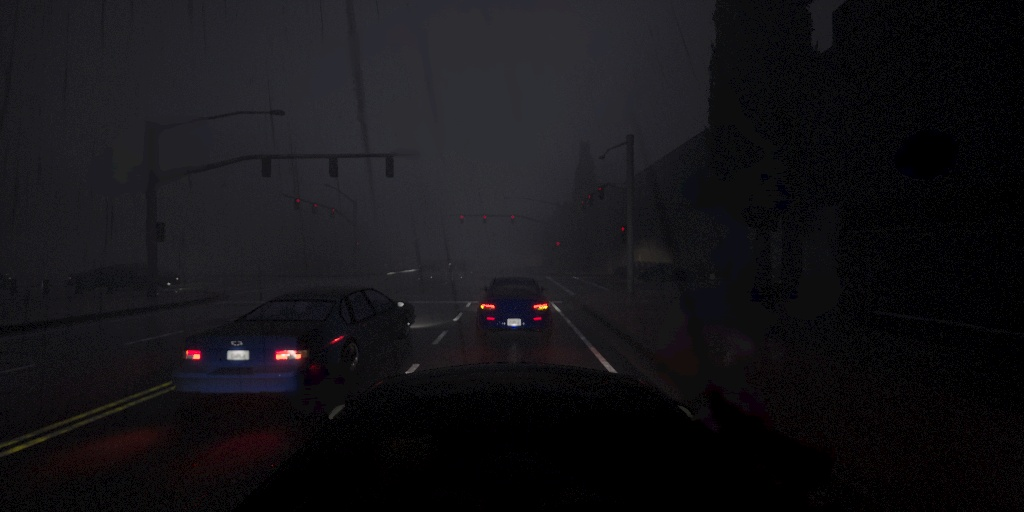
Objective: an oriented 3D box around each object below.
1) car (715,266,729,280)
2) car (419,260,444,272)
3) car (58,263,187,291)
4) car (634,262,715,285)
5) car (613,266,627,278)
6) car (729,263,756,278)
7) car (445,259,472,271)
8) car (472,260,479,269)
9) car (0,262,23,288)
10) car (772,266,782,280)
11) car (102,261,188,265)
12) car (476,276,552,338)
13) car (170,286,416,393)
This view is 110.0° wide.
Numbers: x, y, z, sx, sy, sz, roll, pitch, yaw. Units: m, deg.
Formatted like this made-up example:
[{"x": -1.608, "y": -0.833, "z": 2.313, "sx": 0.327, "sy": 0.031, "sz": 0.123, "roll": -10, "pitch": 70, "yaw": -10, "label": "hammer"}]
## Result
[{"x": 14.829, "y": 1.283, "z": 29.815, "sx": 4.892, "sy": 1.490, "sz": 1.837, "roll": 0, "pitch": 0, "yaw": 0, "label": "car"}, {"x": -10.800, "y": 1.273, "z": 47.214, "sx": 1.882, "sy": 1.535, "sz": 5.008, "roll": 0, "pitch": 0, "yaw": 1, "label": "car"}, {"x": -23.515, "y": 1.318, "z": 21.784, "sx": 5.357, "sy": 1.411, "sz": 2.033, "roll": 0, "pitch": 0, "yaw": 0, "label": "car"}, {"x": 11.600, "y": 1.252, "z": 26.103, "sx": 5.008, "sy": 1.535, "sz": 1.882, "roll": 0, "pitch": 0, "yaw": 0, "label": "car"}, {"x": 11.897, "y": 1.273, "z": 33.321, "sx": 4.902, "sy": 1.511, "sz": 2.128, "roll": 0, "pitch": 0, "yaw": 0, "label": "car"}, {"x": 21.635, "y": 1.328, "z": 33.300, "sx": 5.357, "sy": 1.411, "sz": 2.033, "roll": 0, "pitch": 0, "yaw": 0, "label": "car"}, {"x": -7.266, "y": 1.289, "z": 49.264, "sx": 2.128, "sy": 1.511, "sz": 4.902, "roll": 0, "pitch": 0, "yaw": 1, "label": "car"}, {"x": -7.057, "y": 1.284, "z": 58.806, "sx": 1.882, "sy": 1.535, "sz": 5.008, "roll": 0, "pitch": 0, "yaw": 2, "label": "car"}, {"x": -33.543, "y": 1.272, "z": 21.738, "sx": 4.892, "sy": 1.490, "sz": 1.837, "roll": 1, "pitch": 0, "yaw": 0, "label": "car"}, {"x": 24.035, "y": 1.130, "z": 29.794, "sx": 4.553, "sy": 1.767, "sz": 2.097, "roll": 0, "pitch": 0, "yaw": 0, "label": "car"}, {"x": -26.302, "y": 1.278, "z": 25.271, "sx": 4.892, "sy": 1.490, "sz": 1.837, "roll": 0, "pitch": 0, "yaw": 0, "label": "car"}, {"x": 0.059, "y": 1.284, "z": 10.141, "sx": 1.812, "sy": 1.442, "sz": 4.674, "roll": 0, "pitch": 0, "yaw": 0, "label": "car"}, {"x": -3.448, "y": 1.303, "z": 7.040, "sx": 2.033, "sy": 1.411, "sz": 5.357, "roll": 0, "pitch": 0, "yaw": 0, "label": "car"}]
